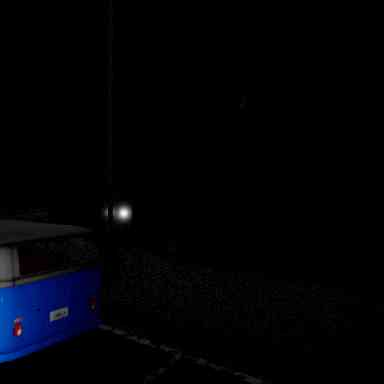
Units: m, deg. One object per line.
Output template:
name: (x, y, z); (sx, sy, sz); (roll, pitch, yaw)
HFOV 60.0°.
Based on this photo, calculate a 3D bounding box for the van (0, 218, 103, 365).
van: (-3.224, 1.341, 5.377); (3.998, 1.788, 1.690); (0, 0, 36)
